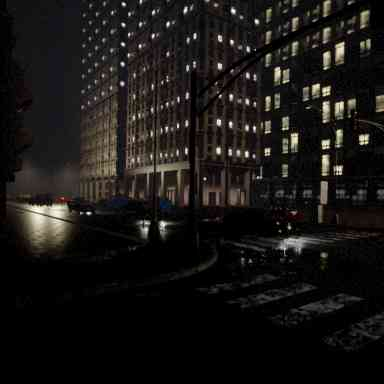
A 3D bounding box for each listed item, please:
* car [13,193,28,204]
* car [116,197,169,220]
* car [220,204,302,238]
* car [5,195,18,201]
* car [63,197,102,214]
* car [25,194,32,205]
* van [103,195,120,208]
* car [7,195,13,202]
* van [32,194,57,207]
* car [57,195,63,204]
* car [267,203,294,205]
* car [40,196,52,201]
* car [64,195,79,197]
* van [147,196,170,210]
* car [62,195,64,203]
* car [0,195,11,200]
[{"bbox_3d":[-30.540,1.155,60.515,2.192,1.841,5.009,1,-1,-35],"label":"car"},{"bbox_3d":[-4.288,1.415,28.039,1.882,1.535,5.008,1,-1,-35],"label":"car"},{"bbox_3d":[3.441,1.526,17.574,1.994,1.385,4.181,1,-1,-39],"label":"car"},{"bbox_3d":[-40.359,1.378,74.327,2.008,1.369,4.403,1,-1,-35],"label":"car"},{"bbox_3d":[-10.914,1.427,32.886,2.008,1.369,4.403,1,-1,-35],"label":"car"},{"bbox_3d":[-24.001,1.432,51.304,1.802,1.307,4.206,1,-1,-35],"label":"car"},{"bbox_3d":[-10.623,1.368,46.950,1.690,1.788,3.998,1,-1,-35],"label":"van"},{"bbox_3d":[-37.088,1.397,69.722,1.947,1.339,4.313,1,-1,-35],"label":"car"},{"bbox_3d":[-20.725,1.197,46.701,1.690,1.788,3.998,1,-1,-35],"label":"van"},{"bbox_3d":[-24.911,1.307,62.585,2.097,1.767,4.553,1,-1,-35],"label":"car"},{"bbox_3d":[5.734,1.505,23.926,1.967,1.590,4.097,1,-1,-35],"label":"car"},{"bbox_3d":[-36.802,1.570,83.784,1.802,1.307,4.206,1,-1,-35],"label":"car"},{"bbox_3d":[-14.238,1.408,42.087,2.128,1.511,4.902,1,-1,-35],"label":"car"},{"bbox_3d":[-4.080,1.382,37.741,1.690,1.788,3.998,1,-1,-35],"label":"van"},{"bbox_3d":[-18.925,1.456,54.157,2.128,1.511,4.902,1,-1,-35],"label":"car"},{"bbox_3d":[-46.807,1.365,83.400,1.752,1.417,4.829,1,-1,-35],"label":"car"}]
